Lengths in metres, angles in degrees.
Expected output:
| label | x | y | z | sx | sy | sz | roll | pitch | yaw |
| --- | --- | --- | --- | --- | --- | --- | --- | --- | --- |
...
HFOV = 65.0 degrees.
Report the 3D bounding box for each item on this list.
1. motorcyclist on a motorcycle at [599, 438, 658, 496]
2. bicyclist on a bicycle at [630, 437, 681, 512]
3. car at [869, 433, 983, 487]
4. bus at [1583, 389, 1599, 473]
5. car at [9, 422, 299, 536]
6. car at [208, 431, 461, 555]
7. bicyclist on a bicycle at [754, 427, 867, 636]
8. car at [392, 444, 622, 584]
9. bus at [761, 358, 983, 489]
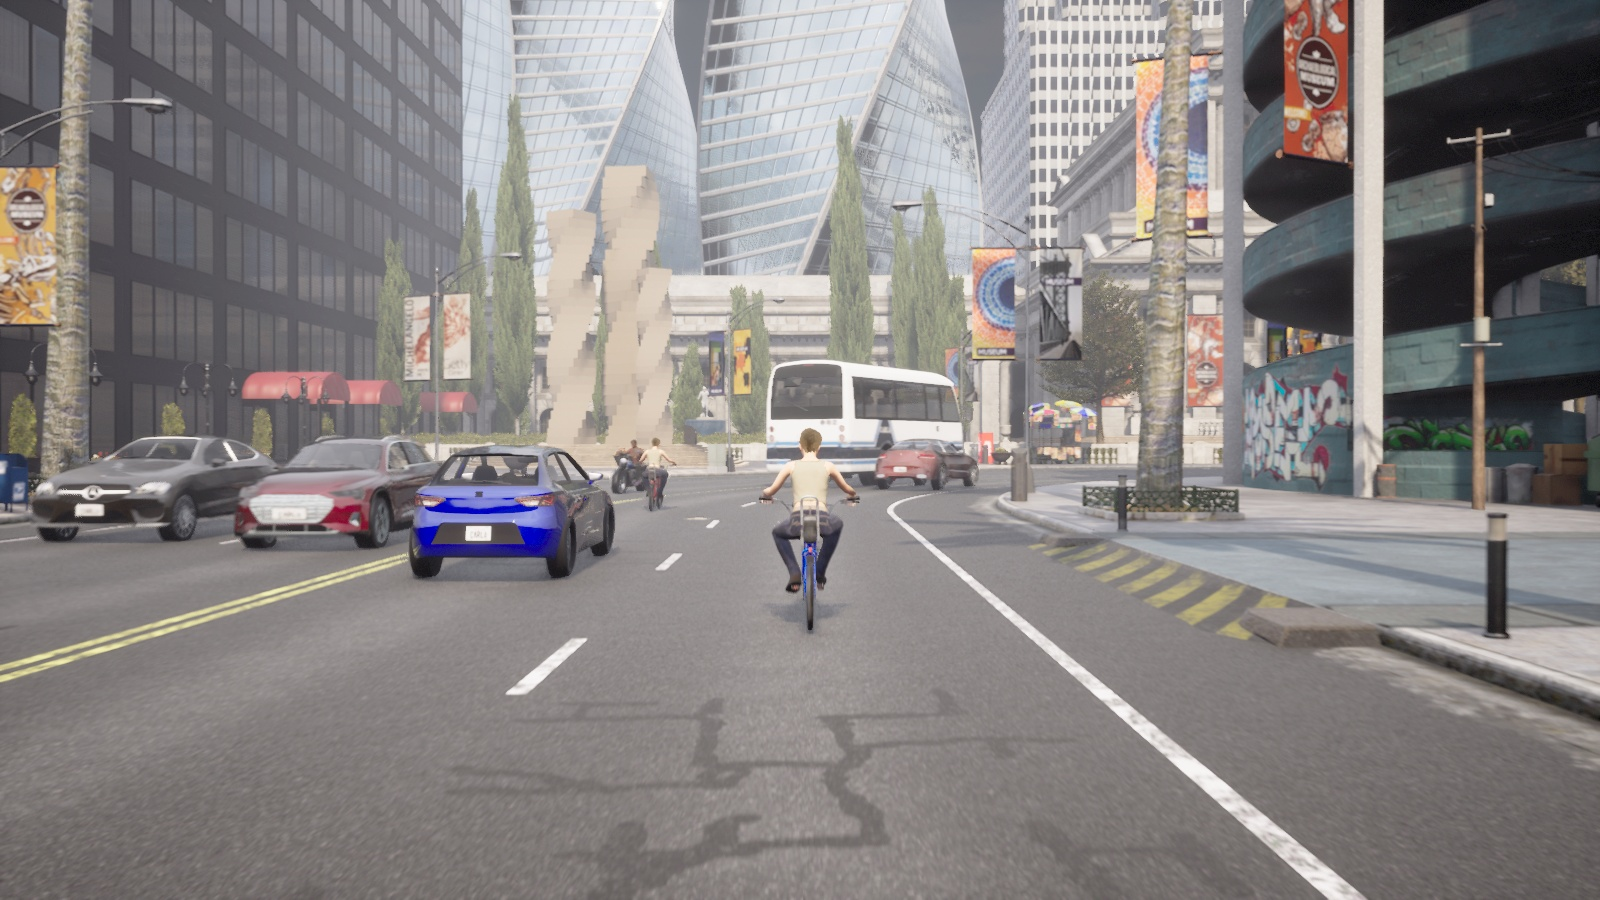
| label | x | y | z | sx | sy | sz | roll | pitch | yaw |
| --- | --- | --- | --- | --- | --- | --- | --- | --- | --- |
| motorcyclist on a motorcycle | -5.048 | 0.483 | 37.137 | 0.766 | 1.649 | 2.350 | 0 | 1 | 18 |
| bicyclist on a bicycle | -3.179 | 0.524 | 27.762 | 0.866 | 1.612 | 1.509 | 0 | 0 | 4 |
| car | 4.244 | 0.295 | 41.408 | 2.152 | 1.651 | 5.027 | 0 | 0 | 26 |
| bus | 45.568 | -0.948 | 62.878 | 10.273 | 4.253 | 3.944 | 0 | 0 | 0 |
| car | -10.369 | 0.400 | 20.716 | 2.152 | 1.651 | 5.027 | 0 | 0 | 1 |
| car | -6.876 | 0.563 | 19.206 | 2.033 | 1.649 | 4.856 | 0 | 0 | 0 |
| bicyclist on a bicycle | 0.080 | 0.624 | 10.430 | 0.866 | 1.612 | 1.509 | 0 | 0 | 0 |
| car | -3.397 | 0.671 | 15.392 | 1.816 | 1.474 | 4.193 | 0 | 0 | 0 |
| bus | 2.942 | -0.888 | 46.149 | 3.944 | 4.253 | 10.273 | 0 | 0 | 30 |
